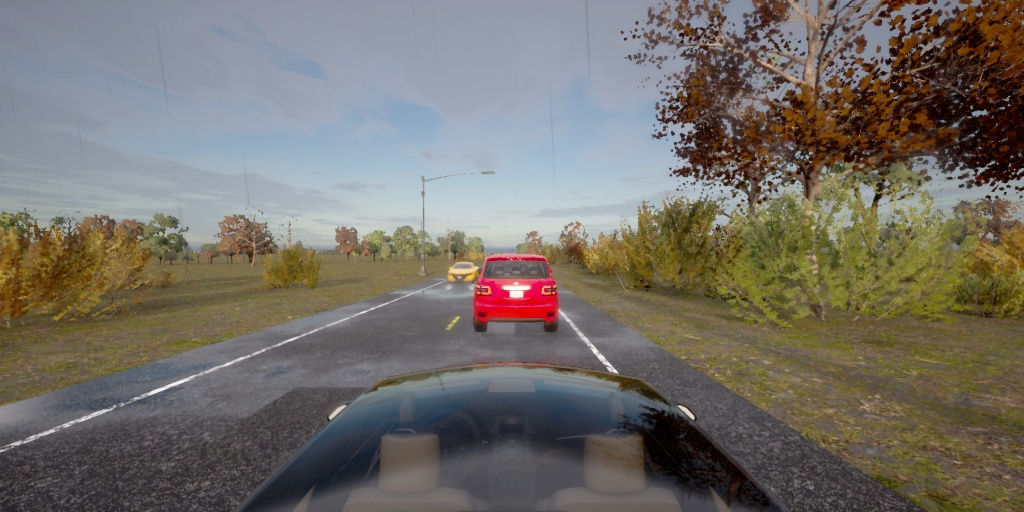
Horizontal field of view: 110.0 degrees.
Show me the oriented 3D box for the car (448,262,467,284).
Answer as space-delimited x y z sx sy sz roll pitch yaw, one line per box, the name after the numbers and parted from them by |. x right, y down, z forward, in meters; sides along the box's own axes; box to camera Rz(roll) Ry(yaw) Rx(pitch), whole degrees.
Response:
-3.655 1.219 27.433 1.882 1.535 5.008 0 0 0 | car

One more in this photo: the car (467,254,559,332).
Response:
0.093 0.968 10.952 2.150 2.045 5.566 0 0 0 | car

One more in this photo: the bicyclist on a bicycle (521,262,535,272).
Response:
0.945 1.114 18.658 0.659 1.776 1.843 0 0 0 | bicyclist on a bicycle
